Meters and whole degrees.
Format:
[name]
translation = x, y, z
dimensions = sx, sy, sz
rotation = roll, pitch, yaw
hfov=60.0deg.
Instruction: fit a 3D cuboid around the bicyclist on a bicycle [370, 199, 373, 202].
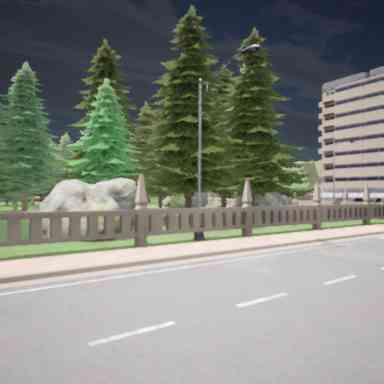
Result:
[bicyclist on a bicycle]
translation = 27.398, 1.753, 51.187
dimensions = 1.656, 1.620, 0.582
rotation = 0, 0, -29
